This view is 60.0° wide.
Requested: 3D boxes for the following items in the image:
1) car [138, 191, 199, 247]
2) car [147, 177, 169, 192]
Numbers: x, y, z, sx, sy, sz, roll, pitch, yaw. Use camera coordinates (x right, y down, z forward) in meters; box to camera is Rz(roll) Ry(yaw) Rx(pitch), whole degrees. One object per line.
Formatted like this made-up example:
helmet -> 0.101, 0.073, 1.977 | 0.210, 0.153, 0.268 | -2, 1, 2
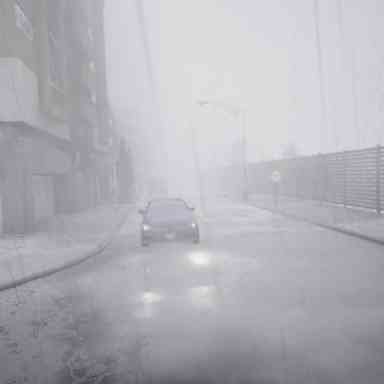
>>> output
car -> -0.907, 0.925, 12.081 | 1.812, 1.442, 4.674 | -2, 3, -6
car -> -3.898, -0.687, 38.001 | 2.150, 2.045, 5.566 | -2, 3, -6
